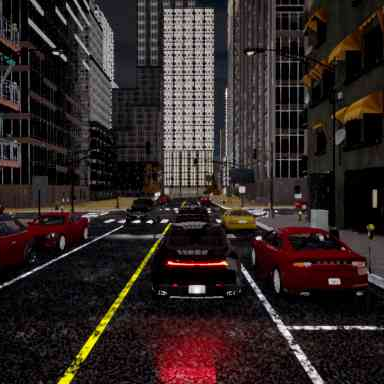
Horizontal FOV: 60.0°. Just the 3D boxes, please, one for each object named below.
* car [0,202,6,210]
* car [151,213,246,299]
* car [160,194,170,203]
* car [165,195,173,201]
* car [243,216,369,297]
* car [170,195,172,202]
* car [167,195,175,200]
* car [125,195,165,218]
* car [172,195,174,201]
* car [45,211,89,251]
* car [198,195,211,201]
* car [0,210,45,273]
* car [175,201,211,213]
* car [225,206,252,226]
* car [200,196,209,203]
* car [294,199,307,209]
[{"bbox_3d":[-23.908,1.744,38.277,4.097,1.590,1.967,-1,1,-1],"label":"car"},{"bbox_3d":[0.086,1.503,8.403,1.837,1.490,4.892,0,0,0],"label":"car"},{"bbox_3d":[-5.799,1.540,63.033,1.887,1.381,4.507,-1,0,0],"label":"car"},{"bbox_3d":[-5.835,1.521,85.101,1.752,1.417,4.829,-1,0,0],"label":"car"},{"bbox_3d":[2.670,1.543,8.472,1.887,1.381,4.507,-1,0,0],"label":"car"},{"bbox_3d":[-5.810,1.310,68.593,2.192,1.841,5.009,-1,0,0],"label":"car"},{"bbox_3d":[-5.843,1.541,90.830,1.887,1.381,4.507,-1,0,0],"label":"car"},{"bbox_3d":[-3.033,1.151,21.242,1.837,1.490,4.892,0,0,0],"label":"car"},{"bbox_3d":[-5.819,1.310,74.152,2.192,1.841,5.009,-1,0,0],"label":"car"},{"bbox_3d":[-5.720,1.542,13.996,1.887,1.381,4.507,-1,0,0],"label":"car"},{"bbox_3d":[2.580,1.435,63.045,1.967,1.590,4.097,-1,0,0],"label":"car"},{"bbox_3d":[-5.712,1.438,8.472,1.967,1.590,4.097,-1,0,0],"label":"car"},{"bbox_3d":[0.067,1.475,18.675,1.882,1.535,5.008,0,0,0],"label":"car"},{"bbox_3d":[2.651,1.522,19.689,1.752,1.417,4.829,-1,0,0],"label":"car"},{"bbox_3d":[2.572,1.521,68.774,1.752,1.417,4.829,-1,0,0],"label":"car"},{"bbox_3d":[14.190,1.254,38.662,4.507,1.381,1.887,-1,1,-1],"label":"car"}]
